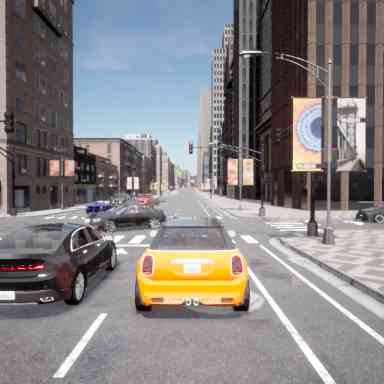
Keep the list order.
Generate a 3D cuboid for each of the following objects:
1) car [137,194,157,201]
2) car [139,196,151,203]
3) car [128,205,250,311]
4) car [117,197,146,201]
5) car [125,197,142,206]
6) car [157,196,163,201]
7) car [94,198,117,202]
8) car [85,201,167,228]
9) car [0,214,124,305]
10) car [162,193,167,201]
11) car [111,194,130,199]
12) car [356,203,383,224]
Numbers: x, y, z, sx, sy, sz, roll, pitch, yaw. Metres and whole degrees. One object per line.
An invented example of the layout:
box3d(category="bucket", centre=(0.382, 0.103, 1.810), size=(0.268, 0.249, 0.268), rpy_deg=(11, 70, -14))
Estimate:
box3d(category="car", centre=(-6.586, 1.245, 46.021), size=(2.150, 2.045, 5.566), rpy_deg=(0, 0, 1))
box3d(category="car", centre=(-9.729, 1.574, 69.531), size=(1.994, 1.385, 4.181), rpy_deg=(0, 0, 0))
box3d(category="car", centre=(0.013, 1.351, 7.909), size=(2.097, 1.767, 4.553), rpy_deg=(0, 0, 0))
box3d(category="car", centre=(-6.590, 1.580, 36.743), size=(1.994, 1.385, 4.181), rpy_deg=(0, 0, 0))
box3d(category="car", centre=(-9.809, 1.592, 56.178), size=(1.994, 1.385, 4.181), rpy_deg=(0, 0, 1))
box3d(category="car", centre=(-6.568, 1.591, 55.993), size=(1.994, 1.385, 4.181), rpy_deg=(0, 0, 0))
box3d(category="car", centre=(-9.840, 1.616, 35.585), size=(1.895, 1.301, 4.718), rpy_deg=(0, 0, 0))
box3d(category="car", centre=(-3.875, 1.494, 19.653), size=(4.902, 1.511, 2.128), rpy_deg=(0, 0, -38))
box3d(category="car", centre=(-3.151, 1.504, 8.055), size=(1.837, 1.490, 4.892), rpy_deg=(0, 0, 0))
box3d(category="car", centre=(-6.479, 1.496, 70.746), size=(1.882, 1.535, 5.008), rpy_deg=(0, 0, 0))
box3d(category="car", centre=(-9.832, 1.246, 46.134), size=(2.150, 2.045, 5.566), rpy_deg=(0, 0, 1))
box3d(category="car", centre=(13.993, 1.470, 23.574), size=(4.181, 1.385, 1.994), rpy_deg=(0, 1, 0))
